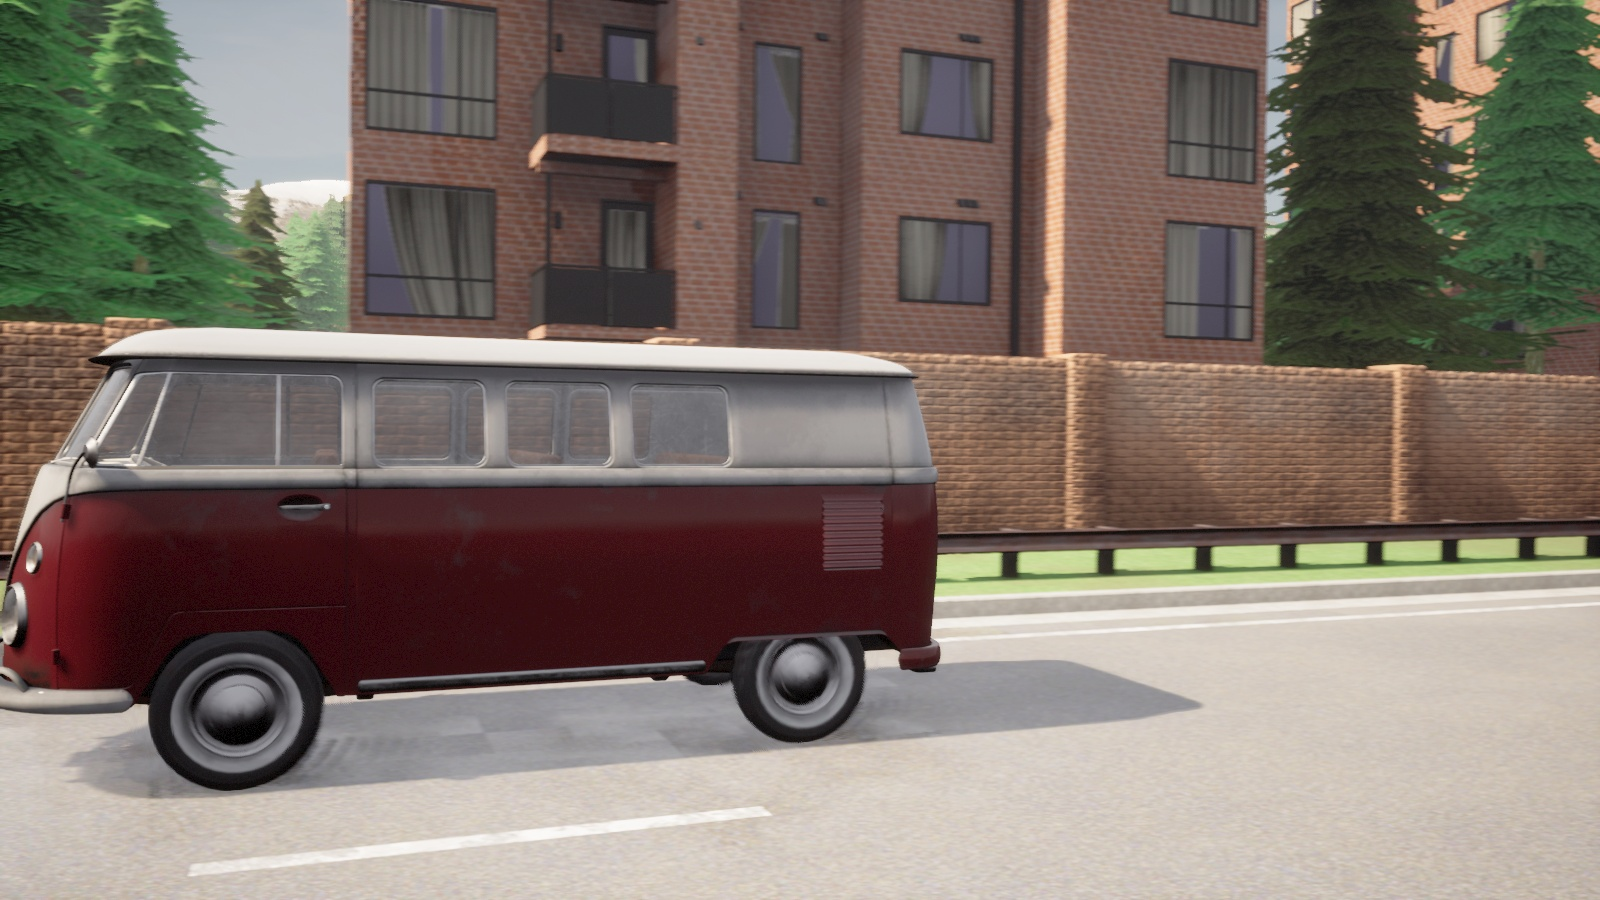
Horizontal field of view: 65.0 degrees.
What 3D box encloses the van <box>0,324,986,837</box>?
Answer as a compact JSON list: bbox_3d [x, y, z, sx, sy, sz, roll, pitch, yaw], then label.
[{"bbox_3d":[-1.453,0.461,6.428,4.442,1.987,1.775,-1,1,-21],"label":"van"}]
